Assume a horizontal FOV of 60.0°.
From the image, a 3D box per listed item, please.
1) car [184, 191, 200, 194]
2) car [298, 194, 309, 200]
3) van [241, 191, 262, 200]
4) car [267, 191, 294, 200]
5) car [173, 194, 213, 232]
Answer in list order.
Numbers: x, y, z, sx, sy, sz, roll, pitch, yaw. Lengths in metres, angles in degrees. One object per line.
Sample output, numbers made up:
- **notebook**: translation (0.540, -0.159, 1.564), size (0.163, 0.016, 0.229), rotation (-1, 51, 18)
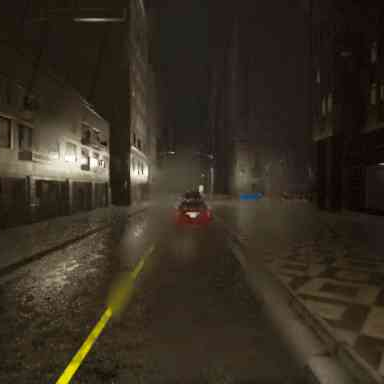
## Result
- **car**: translation (-0.004, 0.905, 38.133), size (2.150, 2.045, 5.566), rotation (0, 0, 0)
- **car**: translation (22.826, 0.990, 64.951), size (4.313, 1.339, 1.947), rotation (0, 1, -1)
- **van**: translation (11.546, 0.776, 64.745), size (3.998, 1.788, 1.690), rotation (0, 1, -1)
- **car**: translation (17.186, 0.745, 64.846), size (5.009, 1.841, 2.192), rotation (0, 1, -1)
- **car**: translation (0.044, 1.210, 19.072), size (2.097, 1.767, 4.553), rotation (0, 0, 0)
